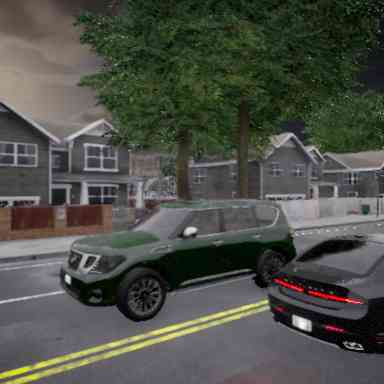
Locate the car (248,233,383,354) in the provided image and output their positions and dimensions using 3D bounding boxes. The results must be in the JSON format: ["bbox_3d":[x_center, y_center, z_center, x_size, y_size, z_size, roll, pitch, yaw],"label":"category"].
[{"bbox_3d":[3.456,1.504,5.903,4.892,1.490,1.837,-1,0,-35],"label":"car"}]

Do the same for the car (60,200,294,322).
[{"bbox_3d":[0.014,1.219,7.622,5.566,2.045,2.150,0,0,-35],"label":"car"}]
